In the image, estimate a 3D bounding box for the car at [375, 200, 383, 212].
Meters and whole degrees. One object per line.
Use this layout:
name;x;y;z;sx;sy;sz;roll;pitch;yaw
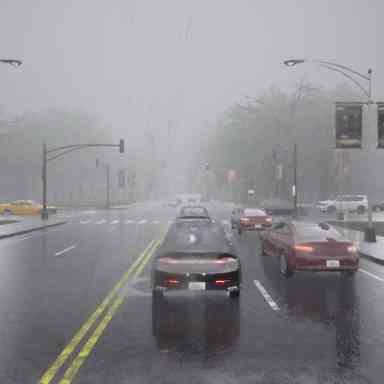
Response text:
car;23.945;1.695;40.874;5.008;1.535;1.882;0;0;0

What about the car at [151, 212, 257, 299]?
car;0.089;1.496;8.471;2.128;1.511;4.902;0;0;0

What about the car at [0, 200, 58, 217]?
car;-14.788;1.500;30.332;5.008;1.535;1.882;0;0;4

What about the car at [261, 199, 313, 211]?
car;8.334;1.462;30.783;4.553;1.767;2.097;1;0;0

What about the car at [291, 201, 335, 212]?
car;14.813;1.772;40.790;4.718;1.301;1.895;0;0;0

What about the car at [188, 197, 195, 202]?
car;-0.122;1.965;92.967;1.994;1.385;4.181;0;-1;0

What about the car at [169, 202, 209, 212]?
car;0.078;1.517;17.879;2.128;1.511;4.902;0;0;0

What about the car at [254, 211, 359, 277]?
car;3.333;1.533;10.189;1.812;1.442;4.674;0;0;0

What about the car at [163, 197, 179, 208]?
car;-3.411;1.760;52.026;1.895;1.301;4.718;0;0;0

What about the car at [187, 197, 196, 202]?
car;-0.107;1.893;82.514;1.882;1.535;5.008;0;-1;0

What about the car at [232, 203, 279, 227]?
car;3.336;1.555;18.997;1.812;1.442;4.674;0;0;1

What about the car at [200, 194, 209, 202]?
car;3.143;1.642;82.584;2.150;2.045;5.566;0;-1;0

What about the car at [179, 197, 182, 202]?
car;-3.396;1.705;61.378;2.128;1.511;4.902;0;0;1

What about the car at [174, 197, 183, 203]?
car;-3.357;1.946;81.766;2.033;1.411;5.357;0;-1;0

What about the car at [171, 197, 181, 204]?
car;-3.343;1.850;71.289;1.994;1.385;4.181;0;-1;0

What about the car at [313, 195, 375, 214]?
car;17.058;1.399;37.567;5.566;2.045;2.150;0;0;-1
